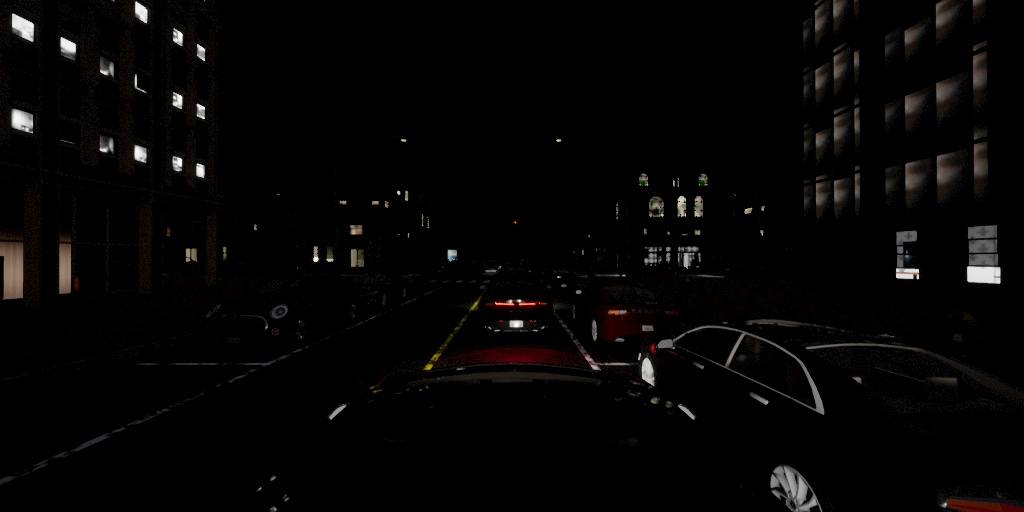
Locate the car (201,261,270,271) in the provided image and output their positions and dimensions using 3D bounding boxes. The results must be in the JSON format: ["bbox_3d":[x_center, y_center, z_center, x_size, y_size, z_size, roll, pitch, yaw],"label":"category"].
[{"bbox_3d":[-25.440,1.177,33.091,4.403,1.370,2.007,0,0,1],"label":"car"}]

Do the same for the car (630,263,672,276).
[{"bbox_3d":[14.782,1.403,38.296,4.181,1.385,1.994,0,0,1],"label":"car"}]

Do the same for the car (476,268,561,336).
[{"bbox_3d":[0.094,1.256,10.342,1.837,1.490,4.892,0,0,0],"label":"car"}]

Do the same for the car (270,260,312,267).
[{"bbox_3d":[-22.996,1.252,35.649,4.718,1.301,1.895,0,0,1],"label":"car"}]

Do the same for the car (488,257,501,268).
[{"bbox_3d":[-3.124,1.234,53.781,1.882,1.535,5.008,0,0,1],"label":"car"}]

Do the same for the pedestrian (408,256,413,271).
[{"bbox_3d":[-12.585,0.885,44.235,0.375,1.860,0.375,0,-1,1],"label":"pedestrian"}]

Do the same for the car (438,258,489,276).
[{"bbox_3d":[-5.318,1.263,37.827,4.892,1.490,1.837,-1,2,-28],"label":"car"}]

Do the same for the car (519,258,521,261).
[{"bbox_3d":[2.641,1.340,64.142,1.802,1.307,4.207,0,0,0],"label":"car"}]

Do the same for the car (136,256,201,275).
[{"bbox_3d":[-30.976,0.917,33.171,5.009,1.841,2.192,0,0,1],"label":"car"}]

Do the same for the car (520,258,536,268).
[{"bbox_3d":[2.650,1.322,53.100,1.948,1.339,4.313,0,0,0],"label":"car"}]

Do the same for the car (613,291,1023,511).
[{"bbox_3d":[2.689,1.301,3.634,2.007,1.370,4.403,0,0,0],"label":"car"}]

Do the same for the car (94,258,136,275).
[{"bbox_3d":[-36.513,1.130,33.252,4.403,1.370,2.007,0,0,1],"label":"car"}]

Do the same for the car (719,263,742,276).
[{"bbox_3d":[24.597,1.413,38.157,4.674,1.442,1.812,0,0,1],"label":"car"}]

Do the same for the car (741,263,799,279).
[{"bbox_3d":[23.618,1.433,32.339,4.207,1.307,1.802,0,0,1],"label":"car"}]

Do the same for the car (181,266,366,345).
[{"bbox_3d":[-5.696,1.190,9.336,1.967,1.591,4.097,0,0,0],"label":"car"}]

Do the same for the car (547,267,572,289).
[{"bbox_3d":[2.676,1.302,20.710,2.007,1.370,4.403,0,0,0],"label":"car"}]

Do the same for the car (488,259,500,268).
[{"bbox_3d":[-3.114,1.263,63.191,1.837,1.490,4.892,0,0,0],"label":"car"}]

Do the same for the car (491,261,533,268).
[{"bbox_3d":[0.081,1.230,20.531,1.882,1.535,5.008,0,0,2],"label":"car"}]

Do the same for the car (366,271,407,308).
[{"bbox_3d":[-5.700,1.302,15.028,2.007,1.370,4.403,0,0,0],"label":"car"}]

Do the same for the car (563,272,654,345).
[{"bbox_3d":[2.685,1.296,9.326,1.888,1.381,4.507,0,0,0],"label":"car"}]
